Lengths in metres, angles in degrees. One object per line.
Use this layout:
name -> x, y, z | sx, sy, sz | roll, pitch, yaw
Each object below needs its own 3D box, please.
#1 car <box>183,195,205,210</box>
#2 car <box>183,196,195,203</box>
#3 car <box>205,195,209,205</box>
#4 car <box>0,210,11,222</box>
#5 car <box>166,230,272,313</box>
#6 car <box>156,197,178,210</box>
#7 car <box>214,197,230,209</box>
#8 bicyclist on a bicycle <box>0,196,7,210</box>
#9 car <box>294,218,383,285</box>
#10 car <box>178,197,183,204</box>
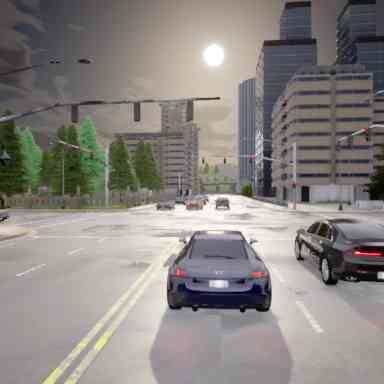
car -> 0.318, 1.350, 42.612 | 2.097, 1.767, 4.553 | 0, 0, 3
car -> -0.628, 1.536, 73.067 | 2.033, 1.411, 5.357 | 0, 0, 5
car -> 1.512, 1.502, 57.814 | 1.837, 1.490, 4.892 | 0, 0, 5
car -> -15.744, 1.600, 23.946 | 4.718, 1.301, 1.895 | 0, 0, 5
car -> 0.607, 1.564, 7.773 | 1.994, 1.385, 4.181 | 0, 0, 4
car -> -3.320, 1.599, 42.428 | 1.895, 1.301, 4.718 | 0, 0, 5
car -> 4.210, 1.502, 46.167 | 1.837, 1.490, 4.892 | 0, 0, 5
bicyclist on a bicycle -> -22.282, 1.299, 39.028 | 0.582, 1.620, 1.656 | 0, 0, 5
car -> 4.240, 1.504, 9.388 | 1.837, 1.490, 4.892 | 0, 0, 5
car -> -2.027, 1.544, 57.522 | 2.033, 1.411, 5.357 | 0, 0, 5
